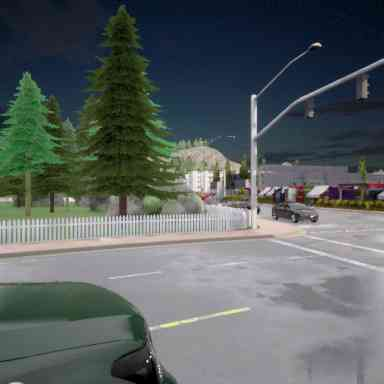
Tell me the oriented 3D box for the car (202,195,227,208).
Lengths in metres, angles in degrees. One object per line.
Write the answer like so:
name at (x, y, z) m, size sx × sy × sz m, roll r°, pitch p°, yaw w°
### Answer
car at (2.835, 1.547, 44.230) m, size 2.128 × 1.511 × 4.902 m, roll 0°, pitch 0°, yaw -16°

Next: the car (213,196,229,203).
car at (6.086, 1.559, 71.154) m, size 1.837 × 1.490 × 4.892 m, roll 0°, pitch 0°, yaw -16°

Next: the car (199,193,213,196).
car at (2.939, 1.277, 69.605) m, size 2.150 × 2.045 × 5.566 m, roll 0°, pitch 0°, yaw -17°

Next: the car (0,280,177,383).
car at (-2.756, 1.221, 1.670) m, size 5.566 × 2.045 × 2.150 m, roll 0°, pitch 0°, yaw -36°

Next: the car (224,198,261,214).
car at (5.454, 1.656, 35.245) m, size 1.895 × 1.301 × 4.718 m, roll 0°, pitch 0°, yaw -16°

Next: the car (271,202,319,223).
car at (8.046, 1.560, 26.339) m, size 1.837 × 1.490 × 4.892 m, roll 0°, pitch 0°, yaw -14°
